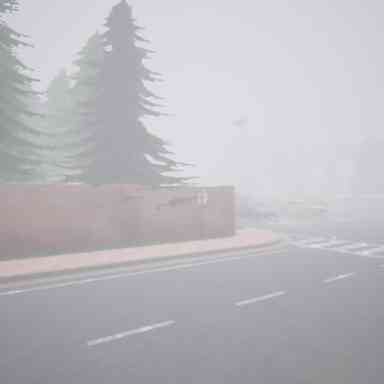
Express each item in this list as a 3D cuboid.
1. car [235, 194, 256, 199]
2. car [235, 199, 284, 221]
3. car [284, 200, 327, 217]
[{"bbox_3d":[5.172,1.261,33.402,2.150,2.045,5.566,0,0,-35],"label":"car"},{"bbox_3d":[4.739,1.581,27.912,2.033,1.411,5.357,0,0,-34],"label":"car"},{"bbox_3d":[10.482,1.523,31.949,1.882,1.535,5.008,0,0,-35],"label":"car"}]
